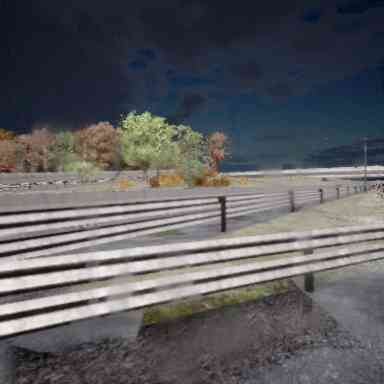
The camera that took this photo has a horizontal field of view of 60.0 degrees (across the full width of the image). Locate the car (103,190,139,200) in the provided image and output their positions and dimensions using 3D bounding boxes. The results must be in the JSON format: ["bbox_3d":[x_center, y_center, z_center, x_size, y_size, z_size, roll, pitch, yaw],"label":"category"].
[{"bbox_3d":[-10.593,0.412,50.116,2.033,1.411,5.357,0,1,32],"label":"car"}]

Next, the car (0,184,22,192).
[{"bbox_3d":[-33.442,-0.787,60.562,1.895,1.301,4.718,-1,3,12],"label":"car"}]

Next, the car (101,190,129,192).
[{"bbox_3d":[-9.732,0.551,38.212,1.837,1.490,4.892,0,1,32],"label":"car"}]
